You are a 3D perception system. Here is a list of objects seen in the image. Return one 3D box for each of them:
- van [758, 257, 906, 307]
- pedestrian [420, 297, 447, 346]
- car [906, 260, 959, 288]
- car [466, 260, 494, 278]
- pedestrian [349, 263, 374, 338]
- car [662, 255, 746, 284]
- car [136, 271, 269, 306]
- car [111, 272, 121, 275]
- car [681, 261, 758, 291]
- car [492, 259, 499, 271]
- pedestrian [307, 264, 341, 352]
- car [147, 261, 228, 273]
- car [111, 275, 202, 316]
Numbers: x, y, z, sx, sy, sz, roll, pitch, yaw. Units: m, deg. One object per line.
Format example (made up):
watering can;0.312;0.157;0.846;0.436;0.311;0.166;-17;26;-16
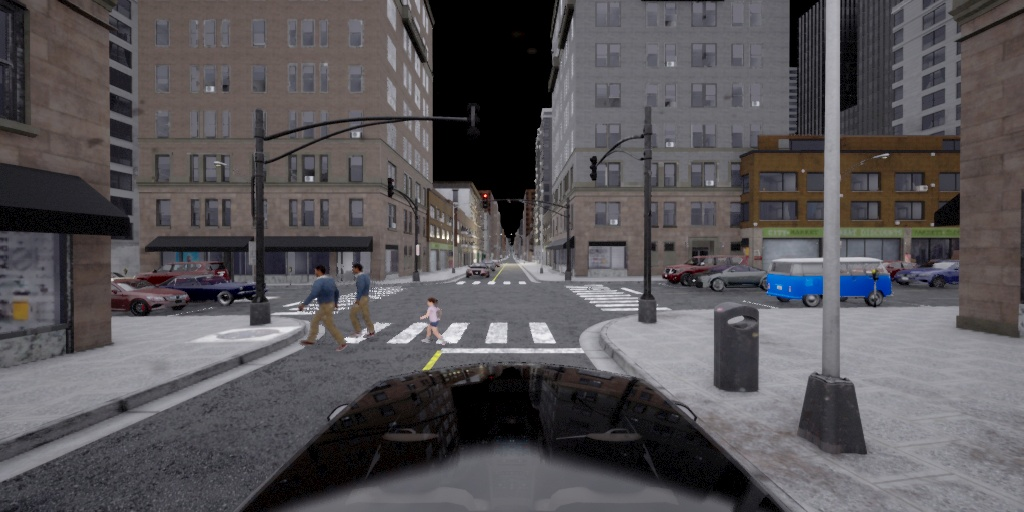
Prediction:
van;12.114;0.957;13.772;3.998;1.789;1.690;0;0;0
pedestrian;-1.720;1.423;8.043;0.500;1.100;0.500;0;0;0
car;23.904;0.956;19.674;4.674;1.442;1.812;-1;0;0
car;-3.097;1.317;33.643;1.994;1.385;4.181;0;0;1
pedestrian;-3.664;1.043;8.640;0.375;1.860;0.375;0;0;0
car;12.090;0.871;22.298;5.009;1.841;2.192;0;0;0
car;-13.959;1.516;16.362;4.718;1.301;1.895;-1;0;0
car;-26.026;1.550;22.191;4.829;1.417;1.751;0;0;0
car;11.956;1.141;19.632;4.181;1.385;1.994;-1;0;0
car;-3.104;1.256;46.123;2.128;1.511;4.902;0;0;0
pedestrian;-3.891;1.042;7.443;0.375;1.860;0.375;0;0;0
car;-20.351;1.269;22.207;5.009;1.841;2.192;0;0;0
car;-14.822;1.527;13.697;4.207;1.307;1.802;0;0;0
